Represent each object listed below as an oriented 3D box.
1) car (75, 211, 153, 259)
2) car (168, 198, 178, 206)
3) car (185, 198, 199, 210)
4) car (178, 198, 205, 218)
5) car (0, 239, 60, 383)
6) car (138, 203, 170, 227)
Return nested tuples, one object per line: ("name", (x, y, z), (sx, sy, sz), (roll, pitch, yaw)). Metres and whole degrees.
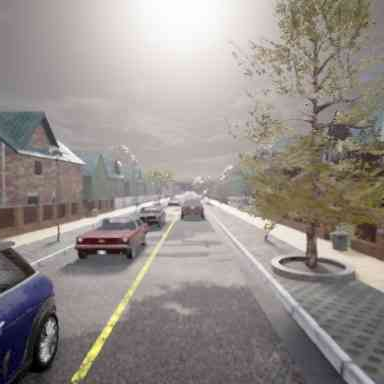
("car", (-2.860, 1.620, 12.795), (1.895, 1.301, 4.718), (0, 0, 0))
("car", (-2.894, 1.634, 53.766), (2.033, 1.411, 5.357), (0, 0, 0))
("car", (0.029, 1.575, 45.523), (1.837, 1.490, 4.892), (0, 0, 0))
("car", (0.054, 1.395, 30.924), (2.097, 1.767, 4.553), (0, 0, 0))
("car", (-2.850, 1.357, 2.624), (2.097, 1.767, 4.553), (0, 0, 0))
("car", (-2.835, 1.634, 22.752), (1.895, 1.301, 4.718), (0, 0, 0))
